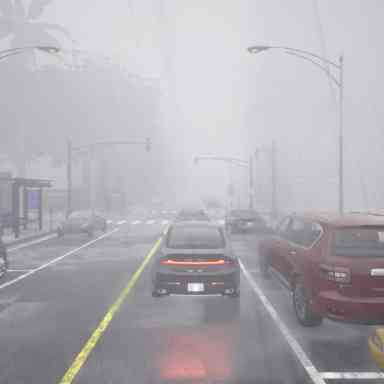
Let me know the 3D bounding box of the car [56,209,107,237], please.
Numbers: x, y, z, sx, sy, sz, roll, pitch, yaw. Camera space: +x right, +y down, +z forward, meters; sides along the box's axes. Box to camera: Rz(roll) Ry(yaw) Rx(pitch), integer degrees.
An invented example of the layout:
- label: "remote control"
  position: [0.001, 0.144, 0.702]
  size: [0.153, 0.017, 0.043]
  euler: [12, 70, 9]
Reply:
- label: "car"
  position: [-5.750, 1.575, 17.828]
  size: [1.802, 1.307, 4.206]
  euler: [0, 0, 0]

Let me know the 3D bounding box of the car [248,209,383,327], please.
- label: "car"
  position: [2.765, 1.313, 6.952]
  size: [2.192, 1.841, 5.009]
  euler: [0, 0, 0]

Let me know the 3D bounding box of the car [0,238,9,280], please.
- label: "car"
  position: [-5.760, 1.438, 6.975]
  size: [1.967, 1.590, 4.097]
  euler: [0, 0, 0]

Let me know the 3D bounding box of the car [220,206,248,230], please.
- label: "car"
  position: [2.775, 1.559, 17.803]
  size: [1.947, 1.339, 4.313]
  euler: [0, 0, 0]

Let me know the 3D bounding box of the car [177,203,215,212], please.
- label: "car"
  position: [0.017, 1.557, 18.561]
  size: [1.994, 1.385, 4.181]
  euler: [0, 0, 0]

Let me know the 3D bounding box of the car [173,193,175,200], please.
- label: "car"
  position: [-5.700, 1.252, 76.788]
  size: [2.192, 1.841, 5.009]
  euler: [0, 0, 0]

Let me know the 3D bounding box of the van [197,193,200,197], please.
- label: "van"
  position: [2.830, 1.270, 82.182]
  size: [1.690, 1.788, 3.998]
  euler: [0, 0, 0]

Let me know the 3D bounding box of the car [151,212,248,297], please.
- label: "car"
  position: [0.083, 1.502, 8.533]
  size: [1.837, 1.490, 4.892]
  euler: [0, 0, 0]

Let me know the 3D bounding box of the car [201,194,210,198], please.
- label: "car"
  position: [2.807, 1.490, 55.250]
  size: [1.752, 1.417, 4.829]
  euler: [0, 0, 0]

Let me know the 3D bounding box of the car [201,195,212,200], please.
- label: "car"
  position: [2.803, 1.536, 49.660]
  size: [1.947, 1.339, 4.313]
  euler: [0, 0, 0]

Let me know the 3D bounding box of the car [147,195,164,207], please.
- label: "car"
  position: [-5.723, 1.521, 49.687]
  size: [2.008, 1.369, 4.403]
  euler: [0, 0, 0]

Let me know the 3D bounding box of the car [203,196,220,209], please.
- label: "car"
  position: [2.798, 1.541, 44.239]
  size: [1.947, 1.339, 4.313]
  euler: [0, 0, 0]

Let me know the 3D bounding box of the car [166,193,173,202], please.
- label: "car"
  position: [-5.704, 1.386, 71.368]
  size: [1.967, 1.590, 4.097]
  euler: [0, 0, 0]

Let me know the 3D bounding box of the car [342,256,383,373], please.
- label: "car"
  position: [2.761, 1.525, 1.697]
  size: [1.752, 1.417, 4.829]
  euler: [0, 0, 0]

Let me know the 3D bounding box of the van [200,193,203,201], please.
- label: "van"
  position: [2.811, 1.300, 60.500]
  size: [1.690, 1.788, 3.998]
  euler: [0, 0, 0]

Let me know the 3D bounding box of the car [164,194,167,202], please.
- label: "car"
  position: [-5.719, 1.405, 55.107]
  size: [1.967, 1.590, 4.097]
  euler: [0, 0, 0]

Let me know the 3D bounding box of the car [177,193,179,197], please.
- label: "car"
  position: [-5.686, 1.225, 93.049]
  size: [2.192, 1.841, 5.009]
  euler: [0, 0, 0]
